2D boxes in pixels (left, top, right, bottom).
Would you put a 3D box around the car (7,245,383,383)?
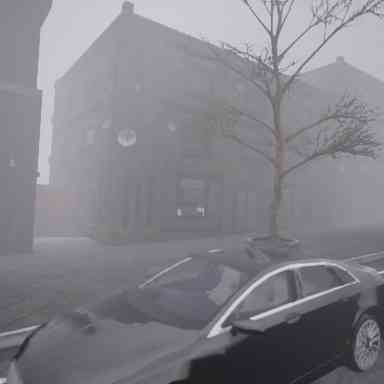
[{"bbox_3d":[0.536,1.494,4.060,4.902,1.511,2.128,0,0,-35],"label":"car"}]
